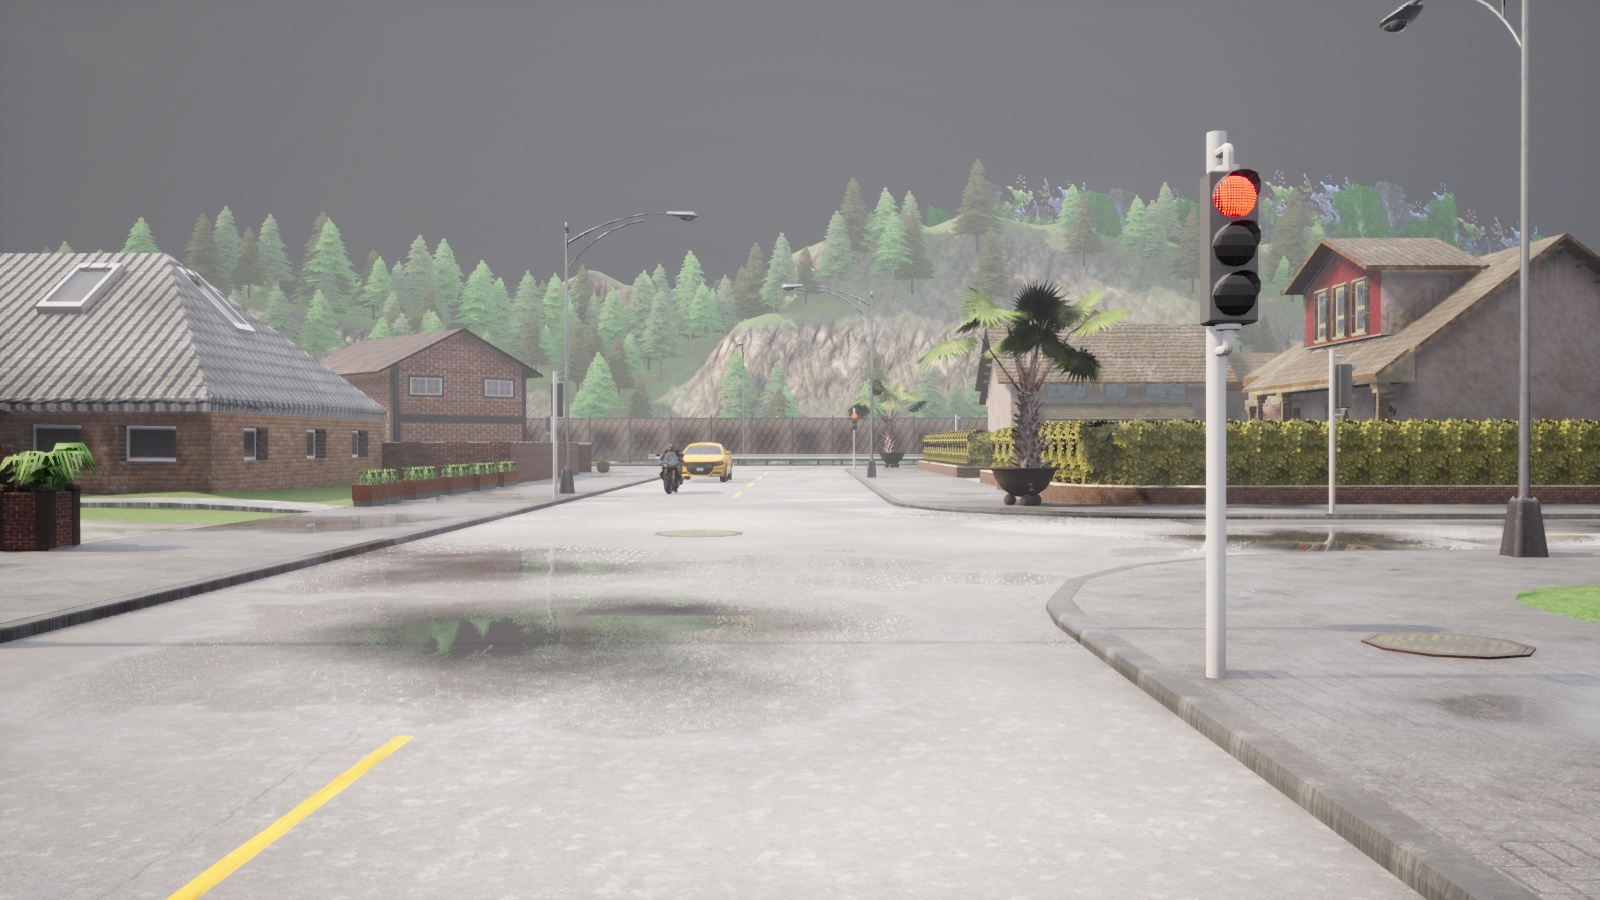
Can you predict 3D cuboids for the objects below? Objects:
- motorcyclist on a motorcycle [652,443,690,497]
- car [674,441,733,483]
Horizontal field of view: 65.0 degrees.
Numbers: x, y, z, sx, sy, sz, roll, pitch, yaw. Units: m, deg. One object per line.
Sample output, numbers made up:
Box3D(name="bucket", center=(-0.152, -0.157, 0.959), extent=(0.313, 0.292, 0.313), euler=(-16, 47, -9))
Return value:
Box3D(name="motorcyclist on a motorcycle", center=(-3.788, 0.569, 37.060), extent=(0.866, 1.530, 2.191), euler=(0, 0, 0))
Box3D(name="car", center=(-3.721, 0.443, 49.253), extent=(1.882, 1.535, 5.008), euler=(0, 0, 0))
